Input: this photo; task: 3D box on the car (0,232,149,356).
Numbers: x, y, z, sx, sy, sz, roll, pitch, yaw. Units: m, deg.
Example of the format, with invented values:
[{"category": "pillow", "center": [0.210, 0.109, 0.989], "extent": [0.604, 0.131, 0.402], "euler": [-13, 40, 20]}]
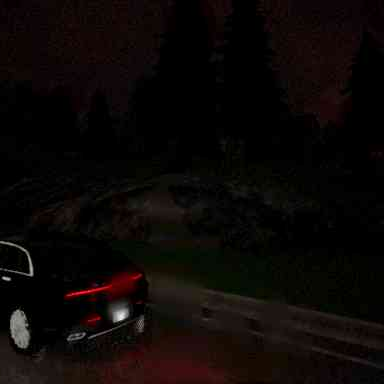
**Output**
[{"category": "car", "center": [-2.971, 1.504, 6.115], "extent": [4.892, 1.490, 1.837], "euler": [0, 0, 36]}]
